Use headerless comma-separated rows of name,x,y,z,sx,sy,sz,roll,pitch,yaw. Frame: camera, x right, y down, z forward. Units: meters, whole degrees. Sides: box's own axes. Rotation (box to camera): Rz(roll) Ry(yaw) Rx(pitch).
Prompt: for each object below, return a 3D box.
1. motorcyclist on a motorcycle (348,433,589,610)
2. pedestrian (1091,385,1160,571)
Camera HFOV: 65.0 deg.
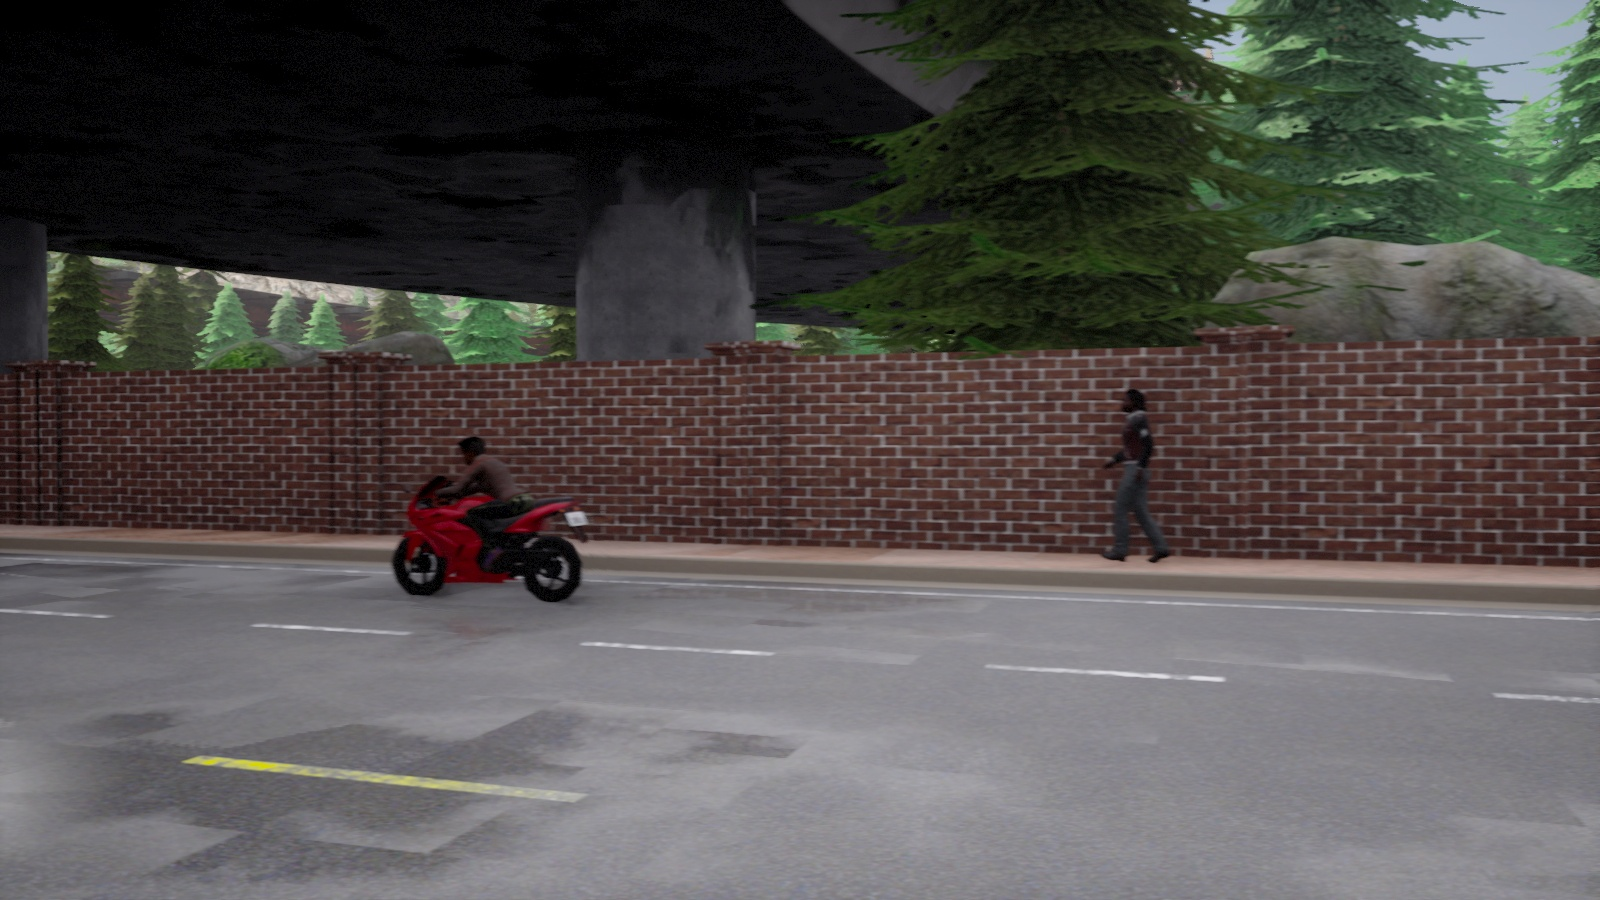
motorcyclist on a motorcycle,-3.057,0.611,11.605,2.044,1.523,0.797,1,1,19
pedestrian,3.442,0.286,13.266,0.666,1.930,0.402,1,1,19
